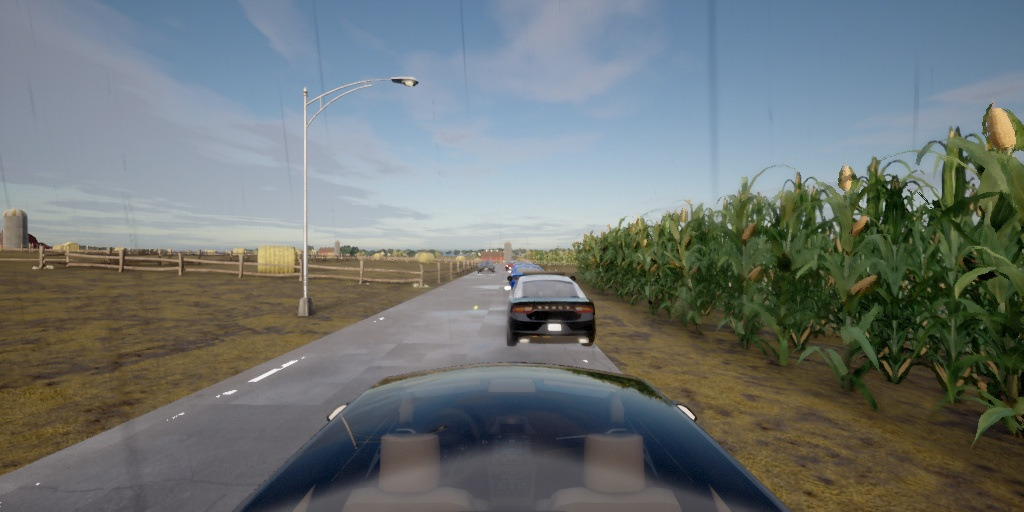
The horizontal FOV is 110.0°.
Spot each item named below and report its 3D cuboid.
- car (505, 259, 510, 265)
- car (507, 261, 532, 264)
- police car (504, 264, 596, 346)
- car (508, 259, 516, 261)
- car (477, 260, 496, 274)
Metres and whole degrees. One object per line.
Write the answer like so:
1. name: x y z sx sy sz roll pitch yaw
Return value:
1. car: 0.026 1.295 47.739 1.895 1.301 4.718 0 0 0
2. car: 0.822 1.213 19.387 1.882 1.535 5.008 0 0 0
3. police car: 0.823 1.171 9.496 1.930 1.638 5.238 0 0 0
4. car: 0.817 1.201 25.386 1.882 1.535 5.008 0 0 0
5. car: -2.856 1.202 40.949 1.837 1.490 4.892 0 0 0
